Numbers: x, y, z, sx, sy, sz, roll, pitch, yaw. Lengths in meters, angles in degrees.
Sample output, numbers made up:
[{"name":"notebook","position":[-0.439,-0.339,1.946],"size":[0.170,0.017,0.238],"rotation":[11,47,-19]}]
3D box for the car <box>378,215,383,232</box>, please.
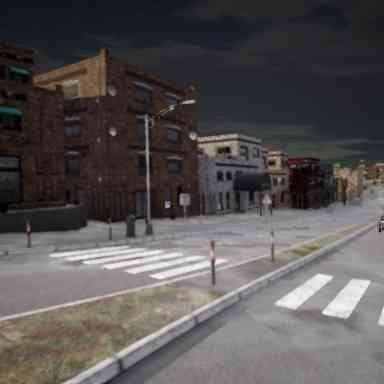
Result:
[{"name":"car","position":[17.549,2.723,29.242],"size":[2.128,1.511,4.902],"rotation":[0,-2,34]}]
